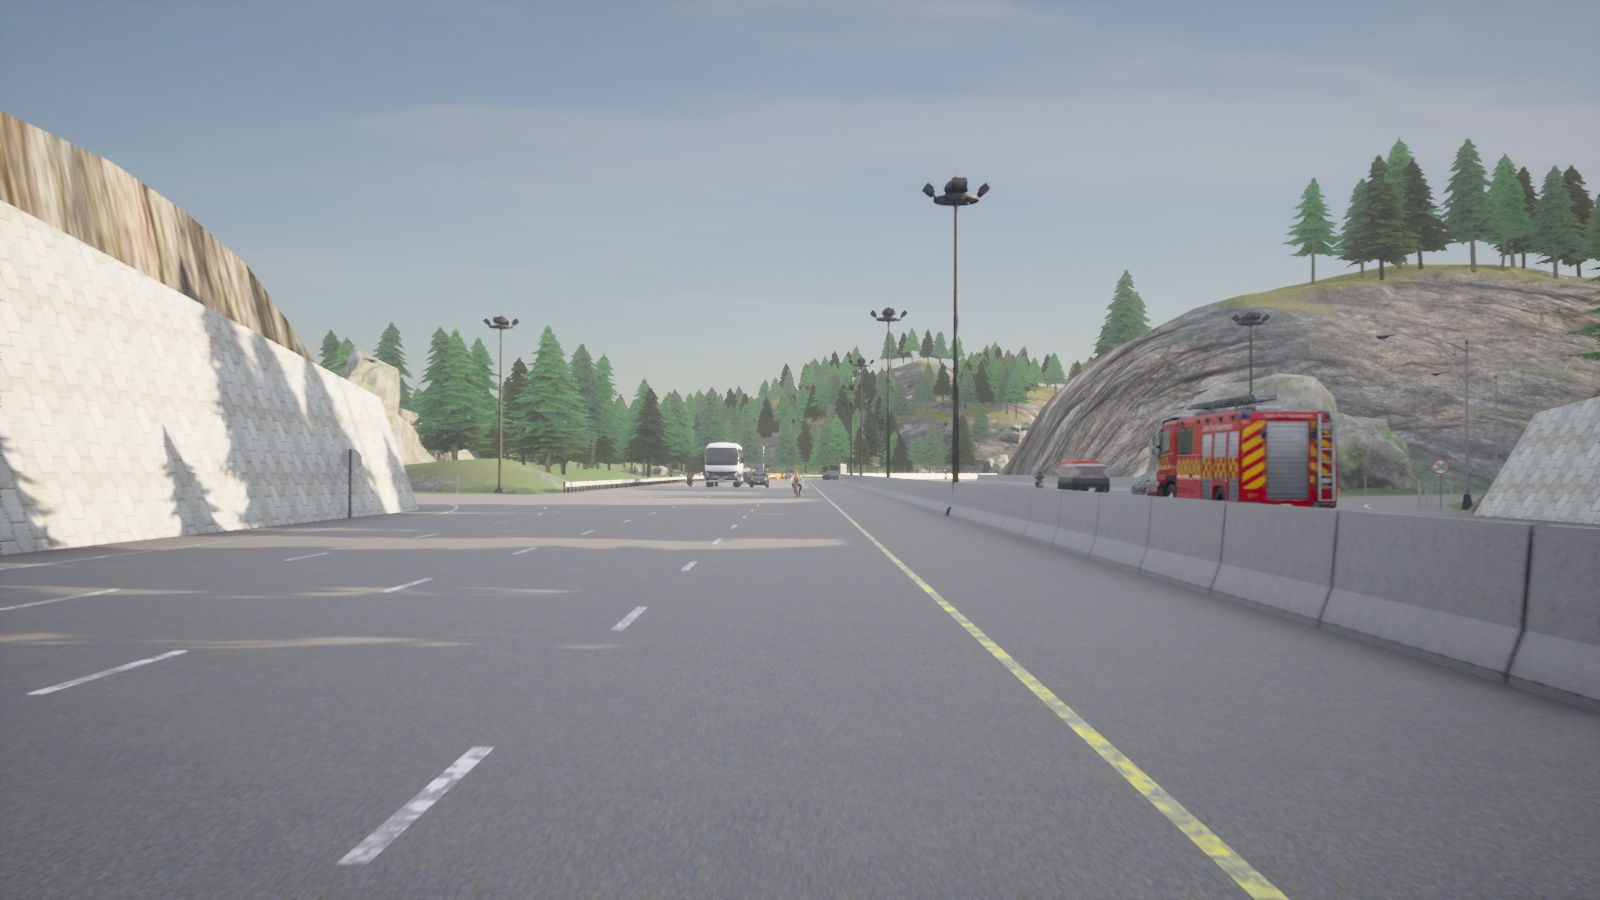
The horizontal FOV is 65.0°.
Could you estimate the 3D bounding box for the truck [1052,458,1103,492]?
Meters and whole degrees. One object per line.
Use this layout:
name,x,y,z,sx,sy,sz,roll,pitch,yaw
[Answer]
truck,20.770,1.827,94.162,2.627,2.467,5.204,0,-1,0

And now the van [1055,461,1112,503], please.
van,13.849,1.546,61.662,1.775,1.987,4.442,0,-1,0

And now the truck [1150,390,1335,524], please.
truck,13.897,0.270,40.308,2.891,3.827,8.468,0,-1,0

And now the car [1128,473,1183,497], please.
car,20.821,2.031,73.706,1.994,1.385,4.181,0,-1,0
